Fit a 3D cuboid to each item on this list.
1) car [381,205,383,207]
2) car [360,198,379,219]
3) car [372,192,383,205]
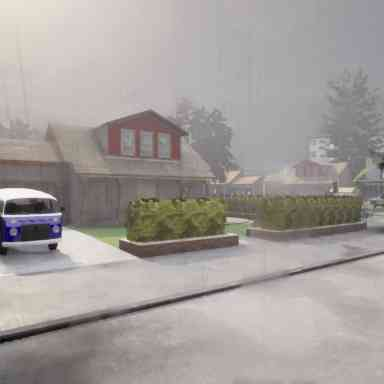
[{"bbox_3d":[8.202,1.352,10.492,4.553,1.767,2.097,0,0,-35],"label":"car"},{"bbox_3d":[12.354,1.491,27.776,2.128,1.511,4.902,0,0,-36],"label":"car"},{"bbox_3d":[22.993,0.985,40.726,3.866,1.878,1.905,0,0,-1],"label":"car"}]
